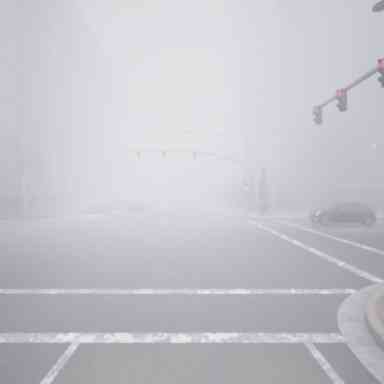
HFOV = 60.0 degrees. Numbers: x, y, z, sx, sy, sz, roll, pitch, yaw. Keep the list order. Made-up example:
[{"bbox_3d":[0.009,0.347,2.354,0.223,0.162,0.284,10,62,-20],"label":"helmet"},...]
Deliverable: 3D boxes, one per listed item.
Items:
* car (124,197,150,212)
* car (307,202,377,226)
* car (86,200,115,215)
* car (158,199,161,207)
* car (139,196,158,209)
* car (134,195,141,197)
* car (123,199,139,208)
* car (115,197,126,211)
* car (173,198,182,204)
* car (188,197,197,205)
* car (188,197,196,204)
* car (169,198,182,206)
[{"bbox_3d":[-7.048,1.788,43.079,1.882,1.535,5.008,0,0,0],"label":"car"},{"bbox_3d":[10.980,1.529,24.640,4.553,1.767,2.097,0,0,2],"label":"car"},{"bbox_3d":[-10.574,1.838,38.103,1.994,1.385,4.181,0,0,1],"label":"car"},{"bbox_3d":[-7.003,2.000,63.006,2.033,1.411,5.357,0,0,1],"label":"car"},{"bbox_3d":[-7.036,1.854,52.346,1.882,1.535,5.008,0,0,0],"label":"car"},{"bbox_3d":[-10.454,1.989,70.710,2.033,1.411,5.357,0,0,0],"label":"car"},{"bbox_3d":[-10.532,1.980,57.904,1.994,1.385,4.181,0,0,0],"label":"car"},{"bbox_3d":[-10.556,1.829,46.972,2.128,1.511,4.902,0,0,0],"label":"car"},{"bbox_3d":[-3.448,2.129,80.248,1.994,1.385,4.181,0,0,0],"label":"car"},{"bbox_3d":[0.046,1.980,69.997,1.882,1.535,5.008,0,0,0],"label":"car"},{"bbox_3d":[0.052,1.944,79.393,1.882,1.535,5.008,0,0,0],"label":"car"},{"bbox_3d":[-3.358,2.010,64.362,2.033,1.411,5.357,0,0,0],"label":"car"}]
